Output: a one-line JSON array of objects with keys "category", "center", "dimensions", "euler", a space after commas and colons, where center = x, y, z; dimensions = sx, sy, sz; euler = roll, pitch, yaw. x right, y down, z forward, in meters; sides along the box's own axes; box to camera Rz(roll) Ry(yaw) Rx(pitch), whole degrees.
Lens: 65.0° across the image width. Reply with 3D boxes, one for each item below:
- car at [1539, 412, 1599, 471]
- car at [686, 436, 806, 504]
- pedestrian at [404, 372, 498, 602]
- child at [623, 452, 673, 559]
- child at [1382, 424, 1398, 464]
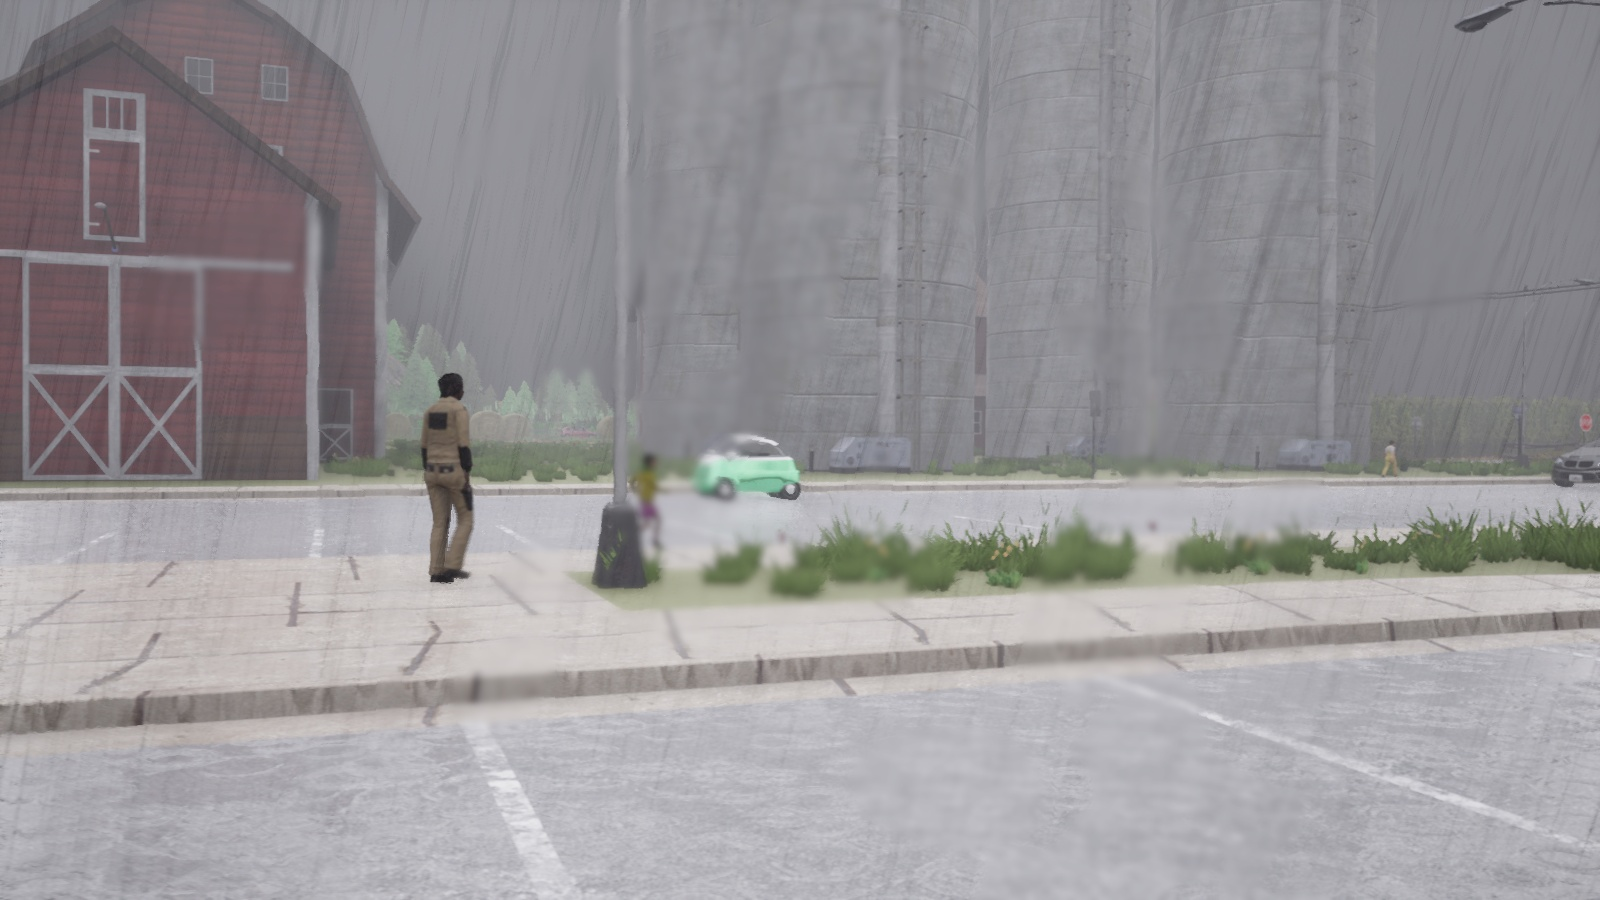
[{"category": "car", "center": [24.415, -0.301, 36.943], "dimensions": [4.611, 1.667, 2.242], "euler": [-1, 1, -22]}, {"category": "car", "center": [-1.167, 0.408, 26.914], "dimensions": [2.207, 1.376, 1.481], "euler": [-1, 1, -21]}, {"category": "pedestrian", "center": [-3.031, 0.305, 10.940], "dimensions": [0.396, 1.930, 0.692], "euler": [0, 1, 26]}, {"category": "child", "center": [-1.706, 0.614, 14.069], "dimensions": [0.473, 1.160, 0.299], "euler": [-1, 1, -22]}, {"category": "child", "center": [18.844, -0.192, 40.091], "dimensions": [0.437, 1.263, 0.270], "euler": [-1, 1, -31]}]
